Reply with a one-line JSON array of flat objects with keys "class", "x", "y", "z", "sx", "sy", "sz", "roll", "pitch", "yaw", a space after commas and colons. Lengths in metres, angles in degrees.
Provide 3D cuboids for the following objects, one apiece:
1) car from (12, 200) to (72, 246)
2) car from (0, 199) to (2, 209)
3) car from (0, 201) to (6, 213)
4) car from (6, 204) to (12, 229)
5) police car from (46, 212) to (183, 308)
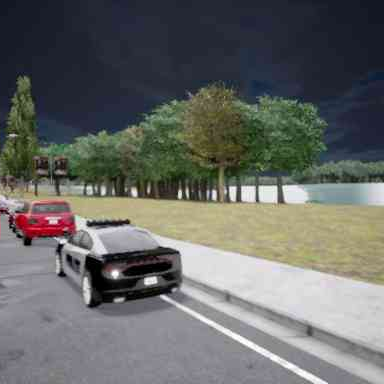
[{"class": "car", "x": -7.503, "y": 1.420, "z": 16.839, "sx": 2.150, "sy": 2.045, "sz": 5.566, "roll": 0, "pitch": 0, "yaw": -33}, {"class": "car", "x": -29.763, "y": 1.754, "z": 49.951, "sx": 1.895, "sy": 1.301, "sz": 4.718, "roll": 0, "pitch": 0, "yaw": -33}, {"class": "car", "x": -21.753, "y": 1.817, "z": 37.405, "sx": 1.895, "sy": 1.301, "sz": 4.718, "roll": 0, "pitch": 1, "yaw": -32}, {"class": "car", "x": -10.694, "y": 1.586, "z": 21.845, "sx": 2.097, "sy": 1.767, "sz": 4.553, "roll": 0, "pitch": 0, "yaw": -33}, {"class": "police car", "x": -2.171, "y": 1.509, "z": 8.476, "sx": 1.930, "sy": 1.638, "sz": 5.238, "roll": 0, "pitch": 0, "yaw": -33}]
